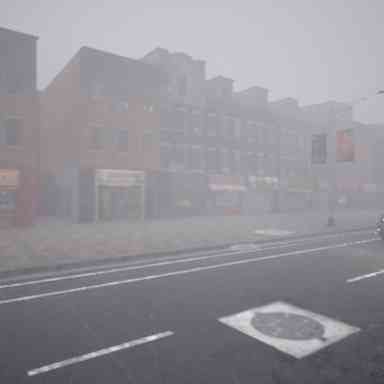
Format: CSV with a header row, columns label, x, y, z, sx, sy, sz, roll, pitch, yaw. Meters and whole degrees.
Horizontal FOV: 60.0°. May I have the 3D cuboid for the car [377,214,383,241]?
label,x,y,z,sx,sy,sz,roll,pitch,yaw
car,10.853,1.231,15.441,5.566,2.045,2.150,0,0,-36
